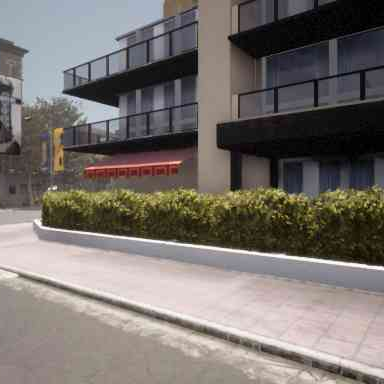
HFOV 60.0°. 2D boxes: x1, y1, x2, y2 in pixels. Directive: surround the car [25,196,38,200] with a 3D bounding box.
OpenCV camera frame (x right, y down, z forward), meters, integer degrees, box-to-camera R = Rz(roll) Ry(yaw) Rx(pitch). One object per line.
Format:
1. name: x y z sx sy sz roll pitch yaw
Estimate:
1. car: -34.539 1.481 68.283 4.892 1.521 2.231 0 0 37
